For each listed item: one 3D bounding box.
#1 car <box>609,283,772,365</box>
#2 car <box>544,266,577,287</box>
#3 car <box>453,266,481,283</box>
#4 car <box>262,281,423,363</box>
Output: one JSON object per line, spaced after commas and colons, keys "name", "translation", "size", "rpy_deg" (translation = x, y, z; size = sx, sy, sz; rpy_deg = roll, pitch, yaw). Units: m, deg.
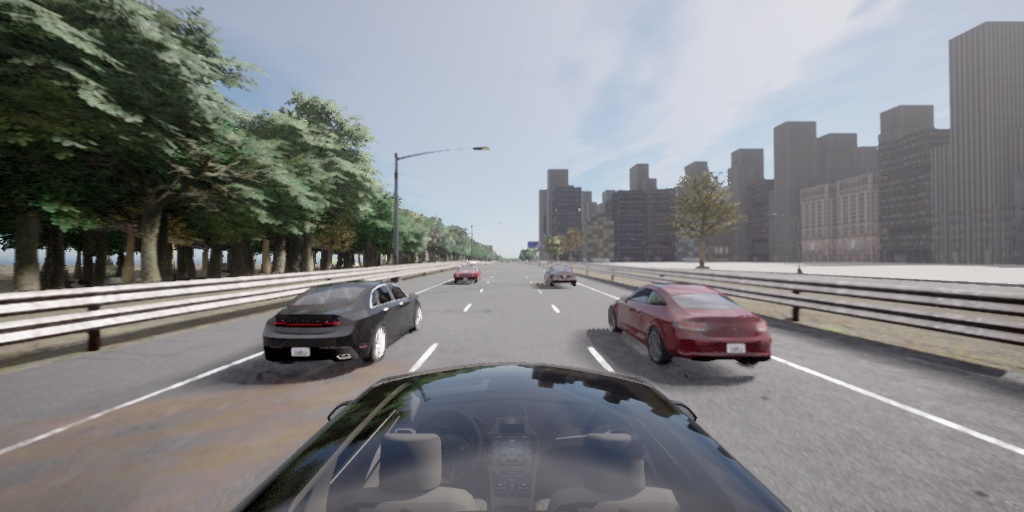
{"name": "car", "translation": [3.573, 1.321, 8.021], "size": [1.812, 1.442, 4.674], "rpy_deg": [0, 0, 0]}
{"name": "car", "translation": [3.455, 1.418, 26.167], "size": [2.033, 1.411, 5.357], "rpy_deg": [0, 0, -1]}
{"name": "car", "translation": [-3.585, 1.481, 29.640], "size": [1.895, 1.301, 4.718], "rpy_deg": [0, 0, -1]}
{"name": "car", "translation": [-3.425, 1.305, 8.229], "size": [1.837, 1.490, 4.892], "rpy_deg": [0, 0, 0]}
